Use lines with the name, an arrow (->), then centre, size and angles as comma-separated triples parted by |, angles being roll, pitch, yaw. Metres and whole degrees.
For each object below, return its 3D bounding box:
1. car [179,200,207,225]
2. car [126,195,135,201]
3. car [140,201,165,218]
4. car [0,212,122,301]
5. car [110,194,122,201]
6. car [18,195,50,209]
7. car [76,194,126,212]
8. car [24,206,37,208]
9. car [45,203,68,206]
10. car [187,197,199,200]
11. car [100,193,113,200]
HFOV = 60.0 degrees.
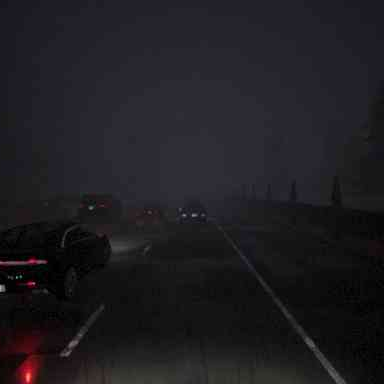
car -> 0.094, 1.508, 23.355 | 2.033, 1.411, 5.357 | 0, 0, 0
car -> -14.790, 1.396, 79.300 | 2.033, 1.411, 5.357 | 0, 0, -1
car -> -3.407, 1.476, 29.217 | 1.812, 1.442, 4.674 | 0, 0, 0
car -> -3.403, 1.477, 8.262 | 2.128, 1.511, 4.902 | 0, 0, 0
car -> -18.328, 1.341, 80.897 | 1.882, 1.535, 5.008 | 0, 0, -1
car -> -21.105, 1.275, 44.684 | 2.097, 1.767, 4.553 | 0, 0, 0
car -> -6.905, 1.178, 25.457 | 2.150, 2.045, 5.566 | 0, 0, 0
car -> -17.603, 1.410, 39.506 | 1.882, 1.535, 5.008 | 0, 0, 0
car -> -14.103, 1.161, 36.442 | 2.150, 2.045, 5.566 | 0, 0, 0
car -> 0.090, 1.408, 41.543 | 1.882, 1.535, 5.008 | 0, 0, 0
car -> -21.939, 1.187, 85.565 | 2.097, 1.767, 4.553 | 0, 0, -1
